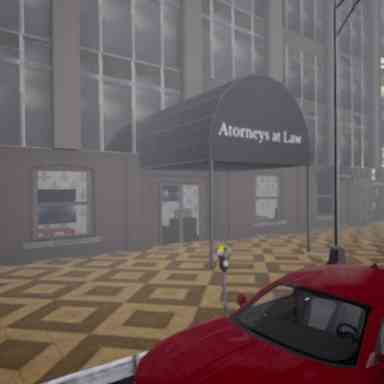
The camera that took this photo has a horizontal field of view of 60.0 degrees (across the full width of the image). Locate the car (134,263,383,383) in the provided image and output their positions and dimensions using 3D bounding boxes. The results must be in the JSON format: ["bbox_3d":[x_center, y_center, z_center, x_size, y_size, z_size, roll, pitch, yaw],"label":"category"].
[{"bbox_3d":[1.560,1.543,3.523,4.507,1.381,1.887,0,-1,-35],"label":"car"}]
